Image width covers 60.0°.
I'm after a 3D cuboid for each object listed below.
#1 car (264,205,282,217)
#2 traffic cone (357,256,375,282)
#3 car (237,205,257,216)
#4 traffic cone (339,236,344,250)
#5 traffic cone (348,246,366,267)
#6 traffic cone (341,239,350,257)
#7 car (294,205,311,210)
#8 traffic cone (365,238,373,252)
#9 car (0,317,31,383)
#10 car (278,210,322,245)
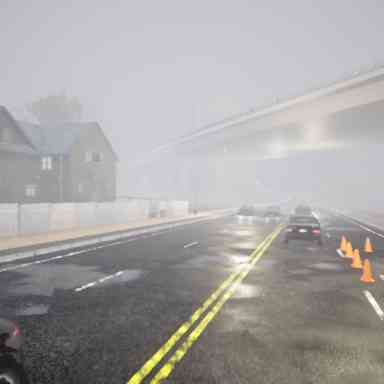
[{"bbox_3d":[10.216,2.357,41.638,2.033,1.411,5.357,1,-1,18],"label":"car"},{"bbox_3d":[4.953,2.190,9.410,0.340,0.580,0.340,1,-1,19],"label":"traffic cone"},{"bbox_3d":[7.070,2.324,42.471,1.994,1.385,4.181,1,-1,18],"label":"car"},{"bbox_3d":[6.873,2.311,15.093,0.340,0.580,0.340,1,-1,19],"label":"traffic cone"},{"bbox_3d":[5.593,2.231,11.304,0.340,0.580,0.340,1,-1,19],"label":"traffic cone"},{"bbox_3d":[6.233,2.271,13.199,0.340,0.580,0.340,1,-1,19],"label":"traffic cone"},{"bbox_3d":[14.124,2.377,42.477,1.882,1.535,5.008,1,-1,18],"label":"car"},{"bbox_3d":[7.821,2.325,14.772,0.340,0.580,0.340,1,-1,19],"label":"traffic cone"},{"bbox_3d":[-3.095,1.531,1.905,1.994,1.385,4.181,1,-1,19],"label":"car"},{"bbox_3d":[5.982,1.927,17.999,2.033,1.411,5.357,1,-1,19],"label":"car"}]
